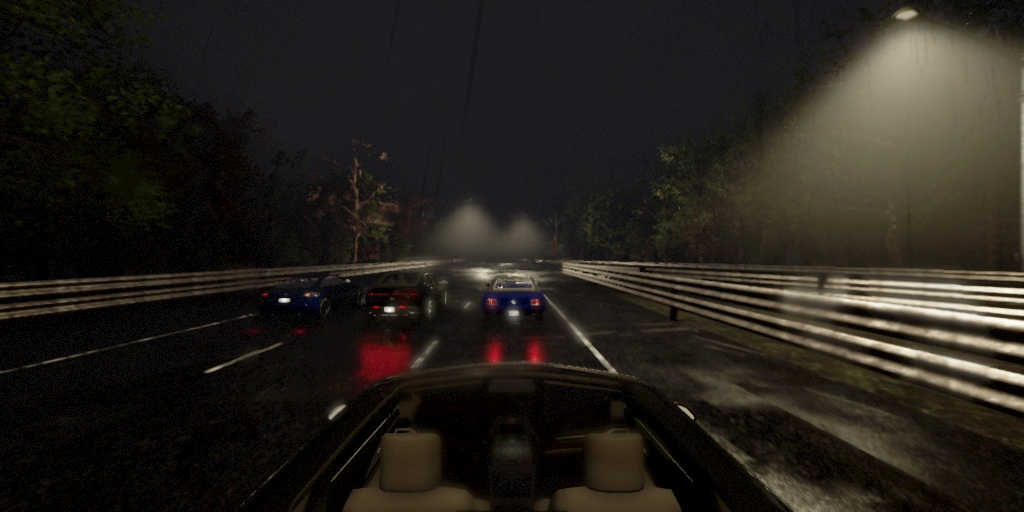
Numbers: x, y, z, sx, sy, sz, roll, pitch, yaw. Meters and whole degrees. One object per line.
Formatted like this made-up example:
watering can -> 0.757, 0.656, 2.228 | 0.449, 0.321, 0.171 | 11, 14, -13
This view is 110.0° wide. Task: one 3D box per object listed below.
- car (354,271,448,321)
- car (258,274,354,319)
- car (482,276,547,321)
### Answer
car -> -3.457, 1.260, 12.492 | 1.837, 1.490, 4.892 | 0, 0, 0
car -> -6.961, 1.321, 12.943 | 1.994, 1.385, 4.181 | 0, 0, 0
car -> 0.047, 1.355, 12.450 | 1.895, 1.301, 4.718 | 0, 0, 0
